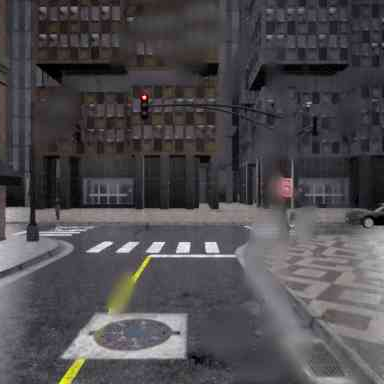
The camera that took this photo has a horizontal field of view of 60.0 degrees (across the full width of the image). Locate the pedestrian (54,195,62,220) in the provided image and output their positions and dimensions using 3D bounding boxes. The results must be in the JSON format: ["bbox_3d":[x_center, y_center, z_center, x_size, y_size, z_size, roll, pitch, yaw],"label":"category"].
[{"bbox_3d":[-9.841,1.152,24.394,0.375,1.860,0.375,0,0,1],"label":"pedestrian"}]

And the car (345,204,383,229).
[{"bbox_3d":[12.370,1.457,21.117,5.008,1.535,1.882,0,0,1],"label":"car"}]
